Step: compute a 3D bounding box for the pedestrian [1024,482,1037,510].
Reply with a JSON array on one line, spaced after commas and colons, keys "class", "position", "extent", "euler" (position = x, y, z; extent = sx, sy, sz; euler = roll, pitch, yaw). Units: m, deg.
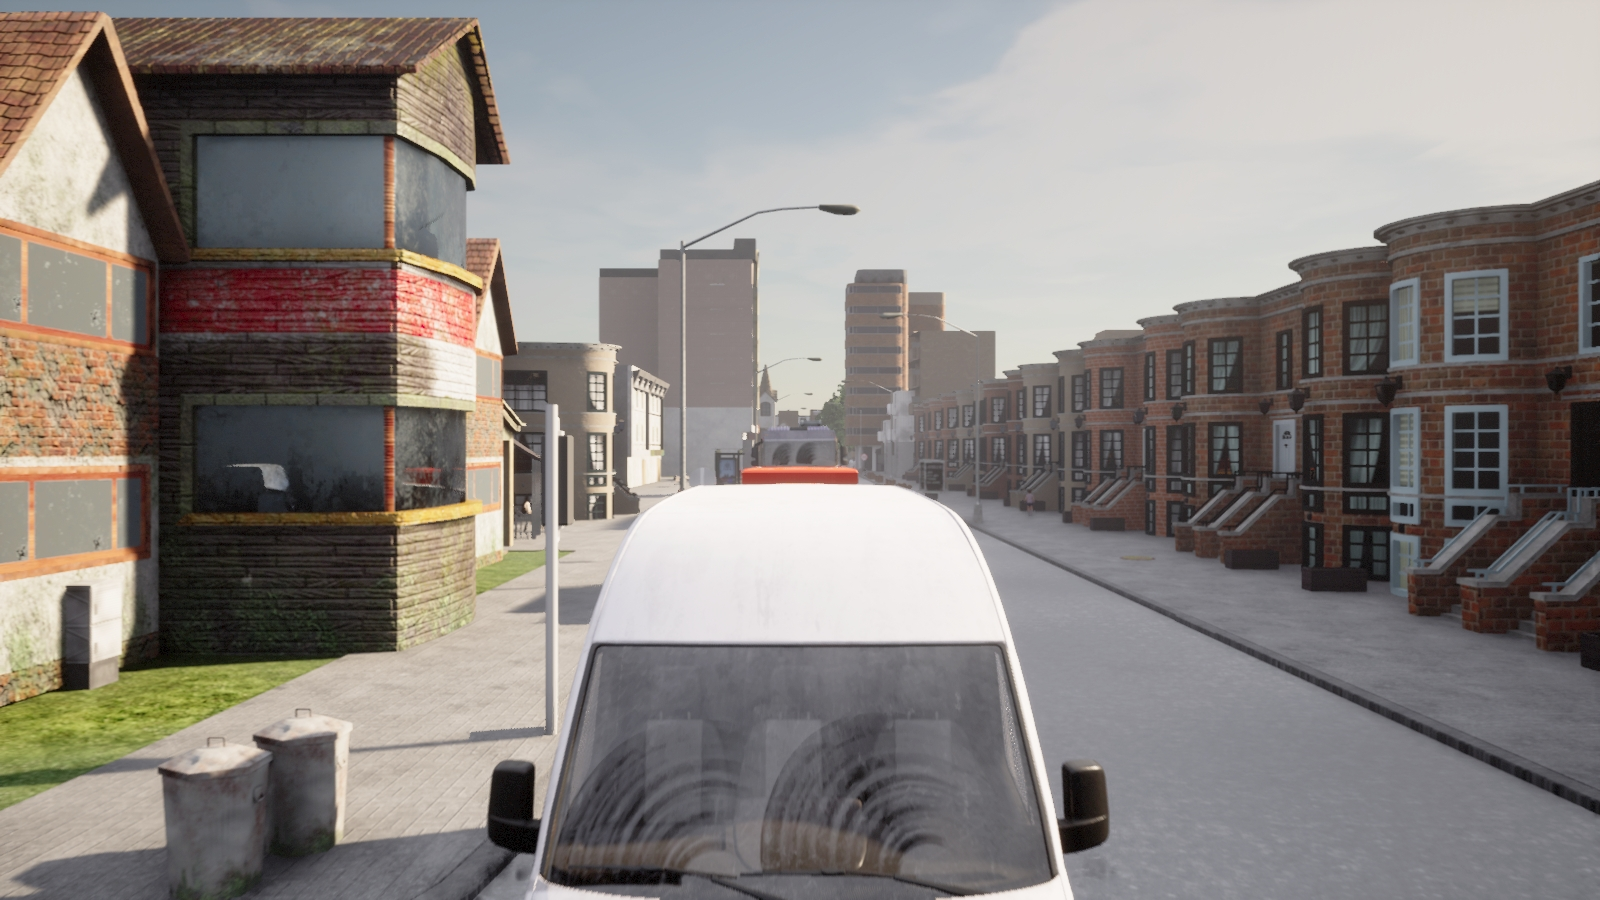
[{"class": "pedestrian", "position": [9.311, 1.869, 46.168], "extent": [0.500, 1.100, 0.500], "euler": [0, 0, 9]}]

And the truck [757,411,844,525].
[{"class": "truck", "position": [-0.004, 0.624, 42.974], "extent": [2.891, 3.827, 8.468], "euler": [-1, 0, 0]}]

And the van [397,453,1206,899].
[{"class": "van", "position": [0.000, 1.309, 5.767], "extent": [1.988, 2.561, 5.915], "euler": [0, 0, 0]}]
